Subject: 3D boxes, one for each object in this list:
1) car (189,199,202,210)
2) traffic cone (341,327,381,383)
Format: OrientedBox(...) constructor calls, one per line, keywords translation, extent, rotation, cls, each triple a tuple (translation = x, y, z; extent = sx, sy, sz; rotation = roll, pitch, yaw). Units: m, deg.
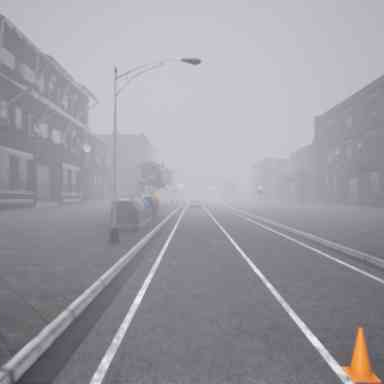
OrientedBox(translation=(0.503, 1.783, 48.383), extent=(2.033, 1.411, 5.357), rotation=(0, 0, 0), cls="car")
OrientedBox(translation=(2.088, 1.973, 4.119), extent=(0.340, 0.580, 0.340), rotation=(0, 0, 0), cls="traffic cone")
